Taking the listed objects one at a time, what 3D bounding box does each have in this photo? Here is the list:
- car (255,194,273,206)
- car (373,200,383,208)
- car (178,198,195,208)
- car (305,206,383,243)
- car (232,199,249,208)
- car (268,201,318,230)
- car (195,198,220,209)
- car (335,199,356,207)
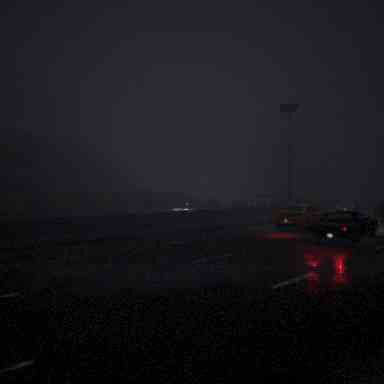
[{"bbox_3d":[10.563,1.251,48.659,2.150,2.045,5.566,0,0,19],"label":"car"},{"bbox_3d":[18.547,1.450,31.935,1.812,1.442,4.674,0,0,28],"label":"car"},{"bbox_3d":[-0.436,1.627,49.254,1.837,1.490,4.892,0,0,21],"label":"car"},{"bbox_3d":[7.462,1.580,16.047,1.895,1.301,4.718,-1,0,42],"label":"car"},{"bbox_3d":[7.258,1.661,49.848,1.895,1.301,4.718,-1,0,18],"label":"car"},{"bbox_3d":[6.914,1.472,20.819,1.882,1.535,5.008,0,0,40],"label":"car"},{"bbox_3d":[2.588,1.571,47.441,1.882,1.535,5.008,0,0,22],"label":"car"},{"bbox_3d":[15.746,1.479,34.100,1.812,1.442,4.674,0,0,28],"label":"car"}]
